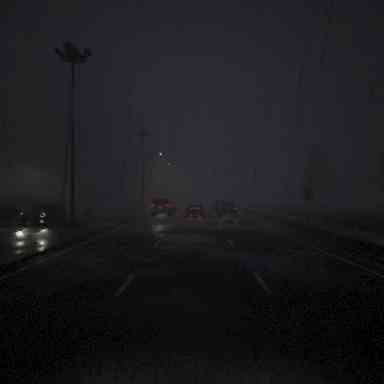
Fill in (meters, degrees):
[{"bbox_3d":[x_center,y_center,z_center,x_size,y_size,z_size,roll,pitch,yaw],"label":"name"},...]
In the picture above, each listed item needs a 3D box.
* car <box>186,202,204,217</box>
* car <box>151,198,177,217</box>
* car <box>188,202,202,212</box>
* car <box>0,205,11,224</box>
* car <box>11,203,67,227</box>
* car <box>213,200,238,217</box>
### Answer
[{"bbox_3d":[0.337,1.917,37.161,2.128,1.511,4.902,0,-1,1],"label":"car"},{"bbox_3d":[-3.177,1.638,36.537,2.150,2.045,5.566,0,-1,1],"label":"car"},{"bbox_3d":[0.417,2.144,47.529,1.895,1.301,4.718,0,-1,1],"label":"car"},{"bbox_3d":[-14.814,1.764,25.344,1.882,1.535,5.008,0,-1,1],"label":"car"},{"bbox_3d":[-11.316,1.639,25.400,2.097,1.767,4.553,0,-1,1],"label":"car"},{"bbox_3d":[3.837,1.778,37.152,2.097,1.767,4.553,0,-1,1],"label":"car"}]
